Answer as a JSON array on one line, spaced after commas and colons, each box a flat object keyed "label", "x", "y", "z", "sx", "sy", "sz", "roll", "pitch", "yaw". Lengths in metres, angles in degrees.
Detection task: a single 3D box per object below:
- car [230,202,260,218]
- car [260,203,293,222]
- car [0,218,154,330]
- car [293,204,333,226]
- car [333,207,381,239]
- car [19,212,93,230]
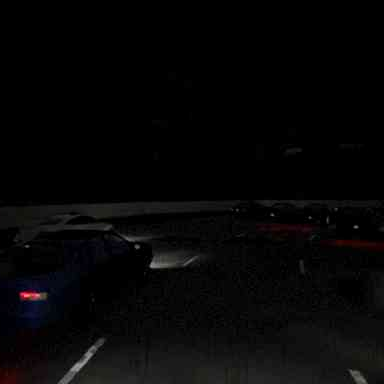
[{"label": "car", "x": 5.753, "y": 1.675, "z": 31.547, "sx": 2.033, "sy": 1.411, "sz": 5.357, "roll": 0, "pitch": 0, "yaw": 43}, {"label": "car", "x": 7.901, "y": 1.661, "z": 28.235, "sx": 1.812, "sy": 1.442, "sz": 4.674, "roll": 0, "pitch": 0, "yaw": 40}, {"label": "car", "x": -2.454, "y": 1.548, "z": 7.324, "sx": 2.033, "sy": 1.411, "sz": 5.357, "roll": 0, "pitch": 0, "yaw": 11}, {"label": "car", "x": 9.576, "y": 1.616, "z": 24.768, "sx": 1.882, "sy": 1.535, "sz": 5.008, "roll": 0, "pitch": 0, "yaw": 38}, {"label": "car", "x": 9.357, "y": 1.598, "z": 18.584, "sx": 1.882, "sy": 1.535, "sz": 5.008, "roll": 0, "pitch": 0, "yaw": 30}, {"label": "car", "x": -4.739, "y": 1.524, "z": 13.091, "sx": 1.812, "sy": 1.442, "sz": 4.674, "roll": 0, "pitch": 0, "yaw": 16}]
